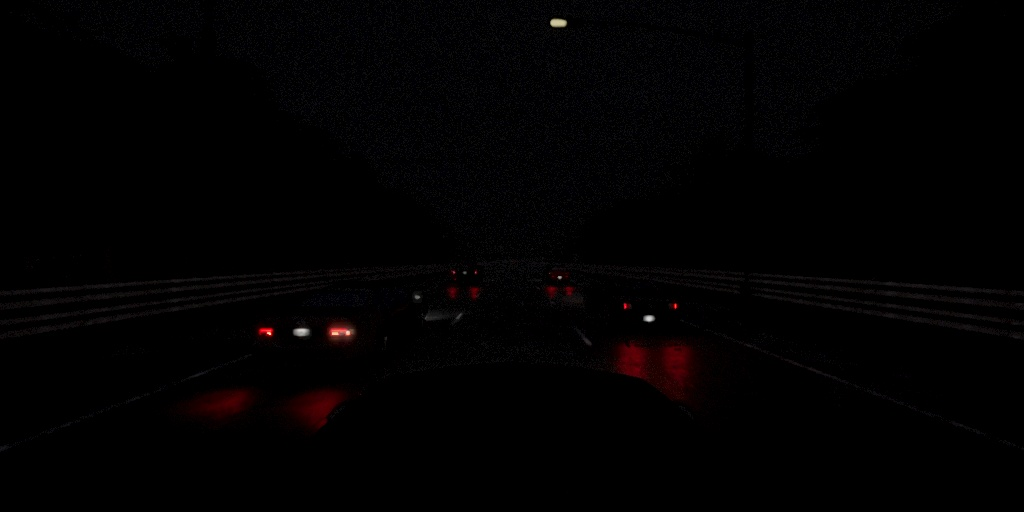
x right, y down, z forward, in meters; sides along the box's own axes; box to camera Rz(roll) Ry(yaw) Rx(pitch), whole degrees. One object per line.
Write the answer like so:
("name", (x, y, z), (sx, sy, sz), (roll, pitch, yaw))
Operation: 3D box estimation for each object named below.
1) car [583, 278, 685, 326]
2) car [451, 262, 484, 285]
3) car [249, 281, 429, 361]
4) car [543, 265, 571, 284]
("car", (3.593, 1.352, 11.601), (1.895, 1.301, 4.718), (0, 0, 0))
("car", (-3.407, 1.284, 28.060), (2.097, 1.767, 4.553), (0, -1, 0))
("car", (-3.414, 1.289, 8.336), (2.033, 1.411, 5.357), (0, 0, 0))
("car", (3.595, 1.474, 29.264), (1.812, 1.442, 4.674), (0, -1, 0))
